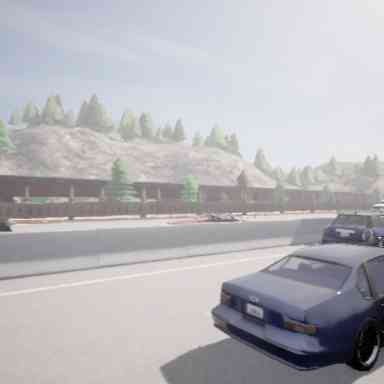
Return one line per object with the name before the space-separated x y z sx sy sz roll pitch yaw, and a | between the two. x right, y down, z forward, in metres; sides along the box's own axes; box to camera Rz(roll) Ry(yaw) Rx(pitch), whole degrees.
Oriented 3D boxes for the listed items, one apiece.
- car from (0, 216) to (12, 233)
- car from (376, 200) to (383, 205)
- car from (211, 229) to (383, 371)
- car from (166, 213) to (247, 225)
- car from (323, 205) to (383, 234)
car | -10.283 1.512 13.854 4.892 1.490 1.837 0 0 -35
car | 25.858 2.012 43.649 5.566 2.045 2.150 1 -1 -33
car | 2.862 1.635 5.787 5.357 1.411 2.033 1 -1 -35
car | 0.905 1.780 17.534 4.718 1.301 1.895 1 -1 -35
car | 7.225 1.575 13.197 4.553 1.767 2.097 1 -1 -35
